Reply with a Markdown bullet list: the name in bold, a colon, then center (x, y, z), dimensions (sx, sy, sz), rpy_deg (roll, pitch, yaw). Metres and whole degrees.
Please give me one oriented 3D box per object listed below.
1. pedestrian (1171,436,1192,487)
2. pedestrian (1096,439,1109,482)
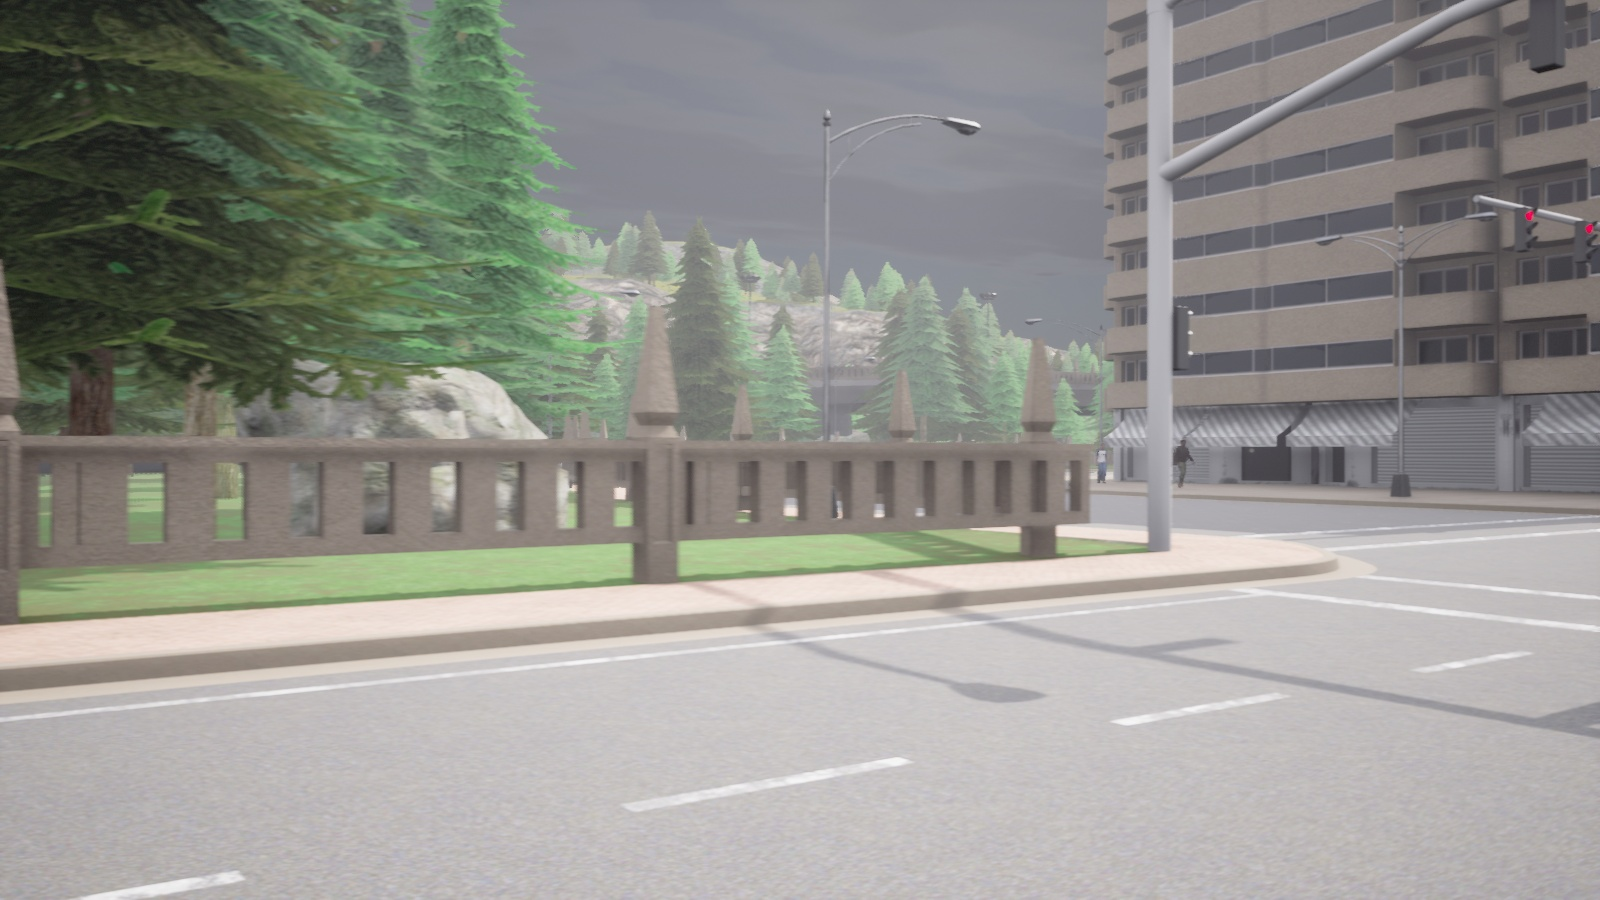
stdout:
- **pedestrian**: center (14.072, 0.424, 46.317), dimensions (0.431, 1.840, 0.703), rpy_deg (0, 0, -16)
- **pedestrian**: center (12.883, 0.443, 53.490), dimensions (0.354, 1.836, 0.706), rpy_deg (0, 0, -4)
